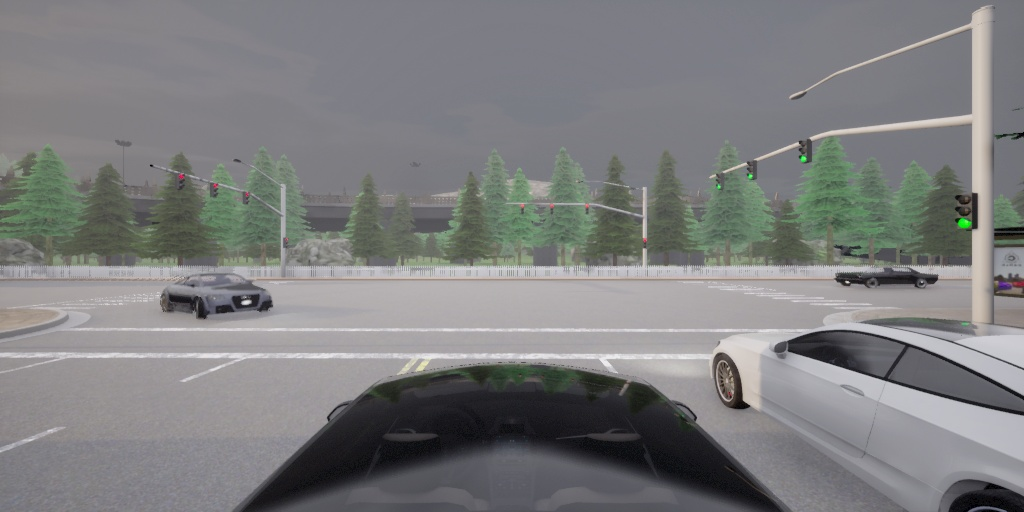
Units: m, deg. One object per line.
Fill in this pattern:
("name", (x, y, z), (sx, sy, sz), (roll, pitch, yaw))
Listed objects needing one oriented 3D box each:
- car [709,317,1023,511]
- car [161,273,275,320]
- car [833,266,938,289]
("car", (3.657, 1.276, 3.168), (1.812, 1.442, 4.674), (0, 0, 2))
("car", (-10.265, 1.302, 12.495), (4.181, 1.385, 1.994), (0, 0, 29))
("car", (22.865, 1.295, 22.071), (4.718, 1.301, 1.895), (0, 0, 0))
